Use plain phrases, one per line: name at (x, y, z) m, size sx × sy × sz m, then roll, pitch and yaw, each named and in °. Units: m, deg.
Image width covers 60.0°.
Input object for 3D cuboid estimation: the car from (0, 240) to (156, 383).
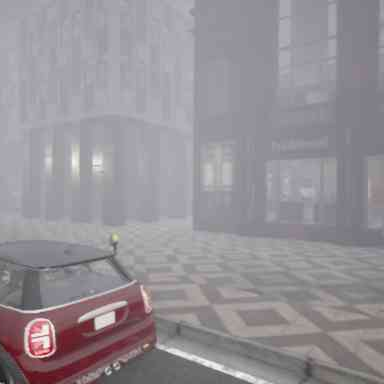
car at (-2.531, 1.415, 4.762) m, size 4.097 × 1.590 × 1.967 m, roll 0°, pitch 0°, yaw 35°
